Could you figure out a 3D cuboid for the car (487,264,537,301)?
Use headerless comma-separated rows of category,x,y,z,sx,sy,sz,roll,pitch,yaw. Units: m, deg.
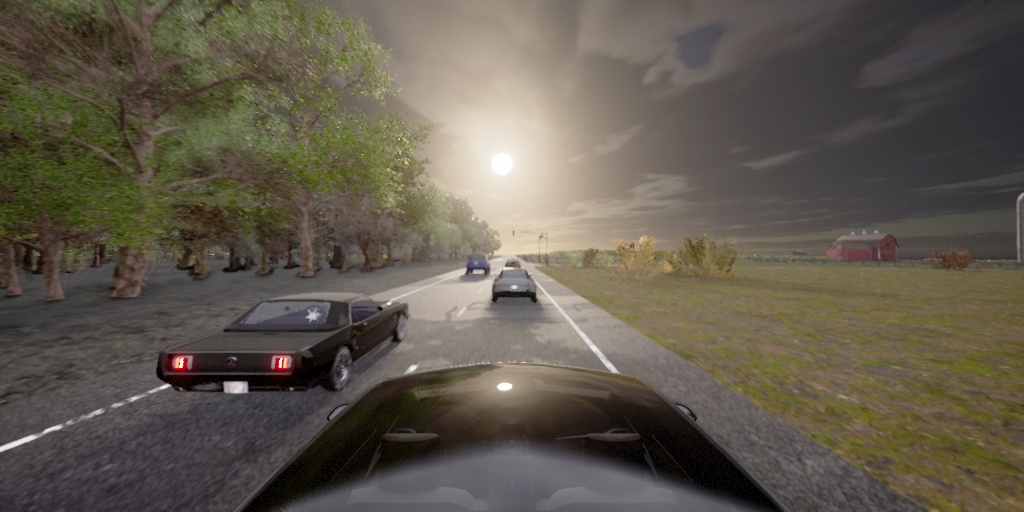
car,0.098,1.236,16.686,1.994,1.385,4.181,0,0,0

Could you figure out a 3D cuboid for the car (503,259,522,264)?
car,0.096,1.040,41.213,1.837,1.490,4.892,0,0,0

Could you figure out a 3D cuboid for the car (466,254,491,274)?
car,-3.403,0.781,36.806,2.150,2.045,5.566,0,0,0

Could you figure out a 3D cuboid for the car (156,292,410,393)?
car,-3.399,1.325,6.642,1.895,1.301,4.718,0,0,0
